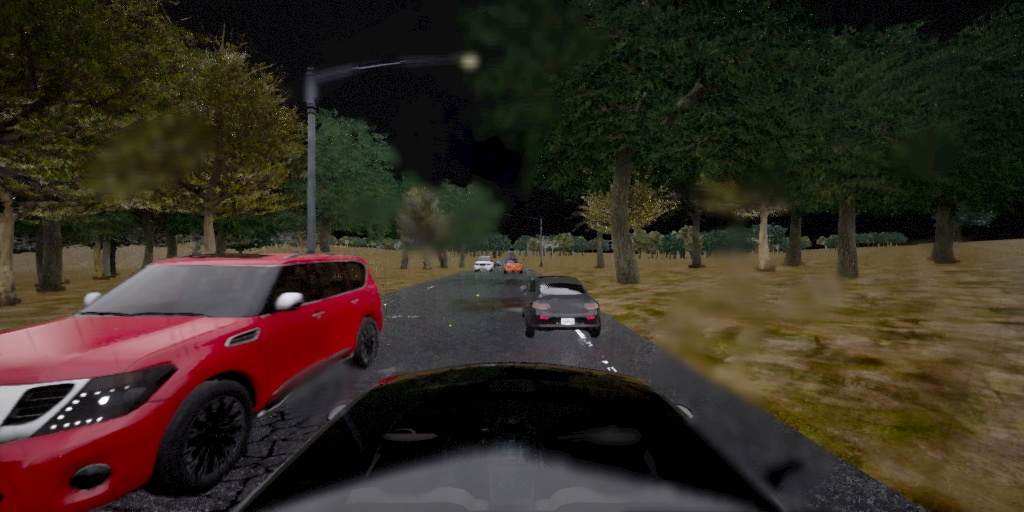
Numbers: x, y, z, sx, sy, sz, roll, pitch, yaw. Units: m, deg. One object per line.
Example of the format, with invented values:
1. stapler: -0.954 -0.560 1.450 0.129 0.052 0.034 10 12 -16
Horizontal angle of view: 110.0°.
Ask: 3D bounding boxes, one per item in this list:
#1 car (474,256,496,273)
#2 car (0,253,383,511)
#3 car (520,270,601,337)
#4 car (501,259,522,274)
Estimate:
1. car: -3.544 1.034 45.943 2.150 2.045 5.566 0 0 0
2. car: -3.595 0.972 4.845 2.150 2.045 5.566 0 0 0
3. car: 1.236 1.280 10.212 1.812 1.442 4.674 0 0 0
4. car: 0.140 1.145 42.969 2.097 1.767 4.553 0 0 0
